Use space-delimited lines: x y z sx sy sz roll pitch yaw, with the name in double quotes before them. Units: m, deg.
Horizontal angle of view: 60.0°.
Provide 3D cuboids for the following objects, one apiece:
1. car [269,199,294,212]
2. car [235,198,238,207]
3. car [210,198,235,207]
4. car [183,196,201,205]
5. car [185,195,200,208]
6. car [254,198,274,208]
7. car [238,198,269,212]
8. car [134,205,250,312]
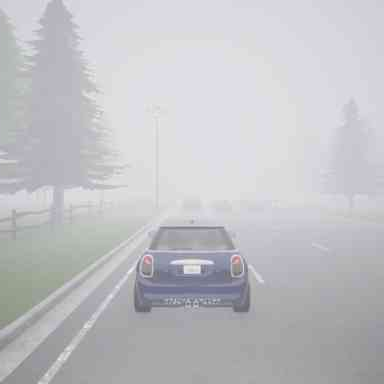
"car" 10.511 1.526 38.906 1.812 1.442 4.674 0 0 0
"car" 7.014 1.564 48.911 1.994 1.385 4.181 0 0 0
"car" 3.511 1.564 38.908 1.994 1.385 4.181 0 0 0
"car" 0.011 1.352 38.879 2.097 1.767 4.553 0 0 0
"car" 0.014 1.352 48.883 2.097 1.767 4.553 0 0 0
"car" 10.514 1.564 48.910 1.994 1.385 4.181 0 0 0
"car" 7.011 1.547 38.491 2.033 1.411 5.357 0 0 0
"car" 0.002 1.352 7.842 2.097 1.767 4.553 0 0 0
